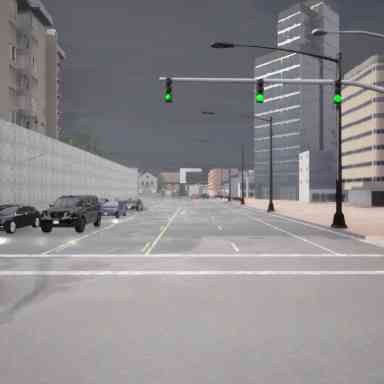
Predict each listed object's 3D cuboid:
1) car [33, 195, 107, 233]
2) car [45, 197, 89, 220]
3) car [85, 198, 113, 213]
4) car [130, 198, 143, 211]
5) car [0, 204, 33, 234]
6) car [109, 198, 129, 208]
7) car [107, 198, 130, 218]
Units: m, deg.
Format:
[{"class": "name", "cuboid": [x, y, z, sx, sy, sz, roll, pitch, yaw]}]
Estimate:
[{"class": "car", "cuboid": [-7.101, 1.221, 20.120, 2.150, 2.045, 5.566, 0, 0, 0]}, {"class": "car", "cuboid": [-10.607, 1.352, 28.557, 2.097, 1.767, 4.553, 0, 0, 0]}, {"class": "car", "cuboid": [-10.603, 1.505, 38.374, 1.837, 1.490, 4.892, 0, 0, 0]}, {"class": "car", "cuboid": [-7.100, 1.491, 40.103, 2.128, 1.511, 4.902, 0, 0, 0]}, {"class": "car", "cuboid": [-10.605, 1.505, 19.489, 1.837, 1.490, 4.892, 0, 0, 0]}, {"class": "car", "cuboid": [-10.568, 1.600, 48.435, 1.895, 1.301, 4.718, 0, 0, 0]}, {"class": "car", "cuboid": [-7.106, 1.525, 29.760, 1.812, 1.442, 4.674, 0, 0, 0]}]
